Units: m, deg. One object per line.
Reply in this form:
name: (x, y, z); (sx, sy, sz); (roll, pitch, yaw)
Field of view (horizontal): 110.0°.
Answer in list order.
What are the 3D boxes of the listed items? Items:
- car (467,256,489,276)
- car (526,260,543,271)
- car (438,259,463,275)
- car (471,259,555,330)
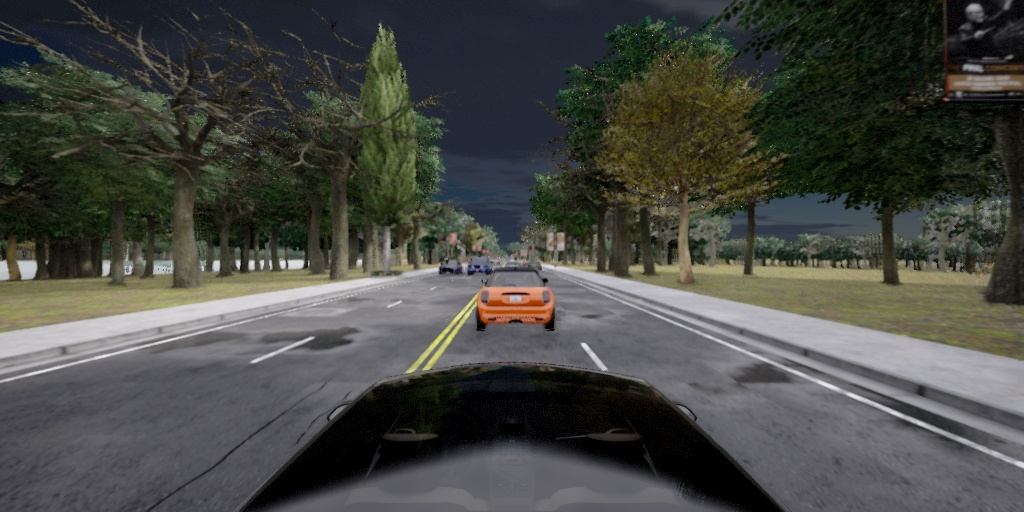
car: (-3.365, 1.020, 37.545); (2.150, 2.045, 5.566); (0, 0, 0)
car: (3.291, 1.342, 53.285); (2.128, 1.511, 4.902); (0, 0, 0)
car: (-6.611, 1.153, 39.111); (2.097, 1.767, 4.553); (0, 0, 0)
car: (0.092, 1.106, 11.242); (2.097, 1.767, 4.553); (0, 0, 0)
